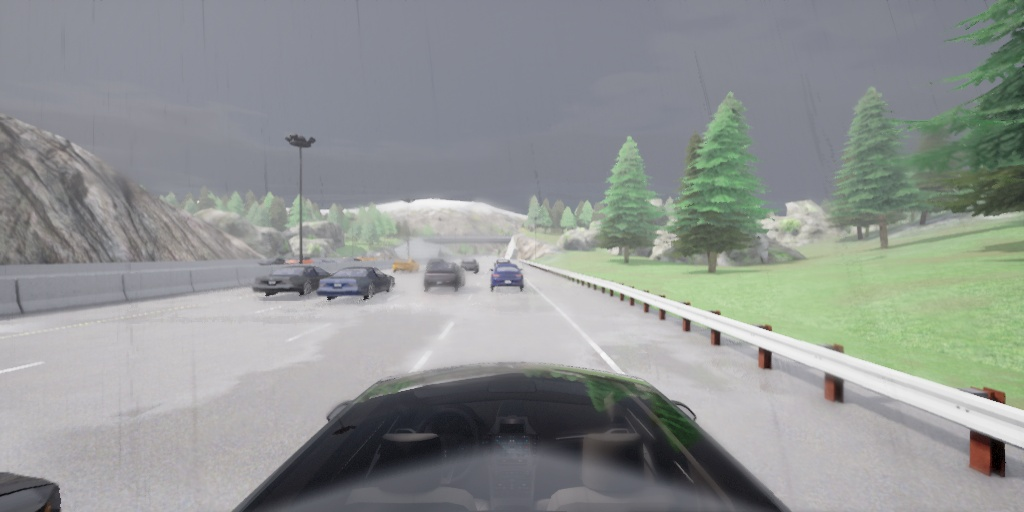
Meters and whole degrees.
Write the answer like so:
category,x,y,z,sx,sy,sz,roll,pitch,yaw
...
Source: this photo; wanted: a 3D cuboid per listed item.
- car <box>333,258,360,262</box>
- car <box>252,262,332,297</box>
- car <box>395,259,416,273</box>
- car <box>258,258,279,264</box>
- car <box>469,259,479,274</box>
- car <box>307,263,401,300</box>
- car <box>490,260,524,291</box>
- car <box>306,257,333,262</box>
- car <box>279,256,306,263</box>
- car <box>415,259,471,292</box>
category,x,y,z,sx,sy,sz,roll,pitch,yaw
car,-22.566,1.003,49.941,1.837,1.490,4.892,0,0,-2
car,-10.689,1.208,18.326,2.033,1.411,5.357,0,0,-2
car,-11.518,1.032,39.261,1.882,1.535,5.008,0,-1,-2
car,-33.063,1.000,49.686,1.837,1.490,4.892,0,0,-2
car,-4.465,1.054,38.064,2.128,1.511,4.902,0,0,-2
car,-7.140,1.216,16.989,2.033,1.411,5.357,0,0,-2
car,-0.309,1.177,20.964,1.812,1.442,4.674,0,0,-2
car,-26.063,1.095,49.804,1.895,1.301,4.718,0,0,-2
car,-29.565,0.844,49.773,2.097,1.767,4.553,0,0,-2
car,-3.785,1.143,20.595,2.128,1.511,4.902,0,0,-2
